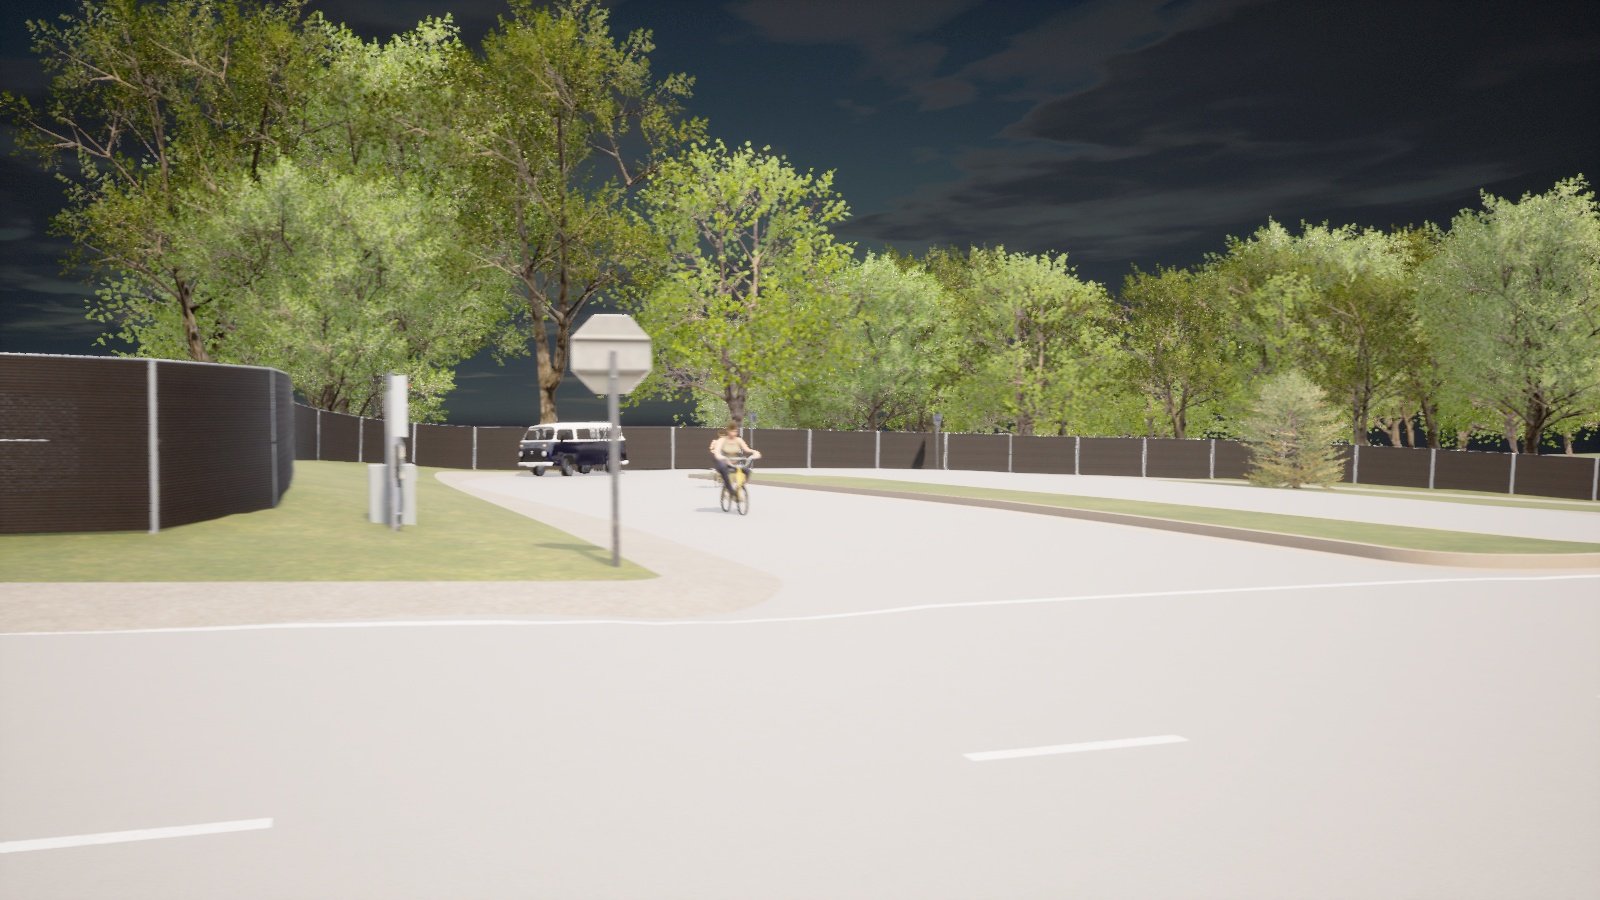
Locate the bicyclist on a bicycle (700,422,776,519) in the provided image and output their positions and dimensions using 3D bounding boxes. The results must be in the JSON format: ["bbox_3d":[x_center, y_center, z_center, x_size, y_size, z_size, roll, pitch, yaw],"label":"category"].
[{"bbox_3d":[-1.098,0.340,21.894,0.866,1.612,1.509,-2,1,-21],"label":"bicyclist on a bicycle"}]

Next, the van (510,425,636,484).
[{"bbox_3d":[-8.561,0.139,47.730,2.069,2.038,4.480,-2,1,34],"label":"van"}]
